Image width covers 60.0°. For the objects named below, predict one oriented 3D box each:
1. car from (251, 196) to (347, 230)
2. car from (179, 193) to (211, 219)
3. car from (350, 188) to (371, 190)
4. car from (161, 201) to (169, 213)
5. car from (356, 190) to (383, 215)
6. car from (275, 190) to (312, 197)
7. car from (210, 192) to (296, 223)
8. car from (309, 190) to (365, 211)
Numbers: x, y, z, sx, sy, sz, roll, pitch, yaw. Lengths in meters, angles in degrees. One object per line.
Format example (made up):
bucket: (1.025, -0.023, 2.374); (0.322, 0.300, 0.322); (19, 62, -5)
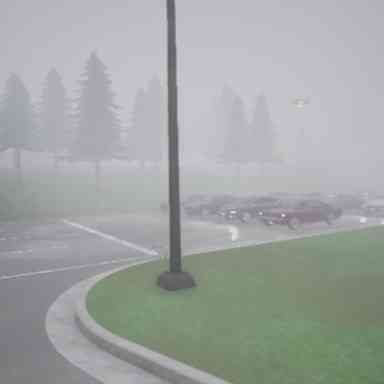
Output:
car: (5.614, 1.100, 17.225); (4.718, 1.301, 1.895); (-2, 2, -33)
car: (1.702, 0.907, 23.025); (5.008, 1.535, 1.882); (-2, 2, -33)
car: (19.465, 0.274, 38.920); (4.892, 1.490, 1.837); (-2, 2, -33)
car: (-0.023, 0.865, 26.074); (5.008, 1.535, 1.882); (-2, 2, -33)
car: (13.321, 0.780, 22.308); (4.674, 1.442, 1.812); (-2, 2, -34)
car: (9.649, 0.681, 28.268); (4.892, 1.490, 1.837); (-2, 2, -33)
car: (3.785, 0.965, 20.208); (4.892, 1.490, 1.837); (-2, 2, -33)
car: (11.222, 0.788, 25.113); (4.181, 1.385, 1.994); (-2, 2, -33)
